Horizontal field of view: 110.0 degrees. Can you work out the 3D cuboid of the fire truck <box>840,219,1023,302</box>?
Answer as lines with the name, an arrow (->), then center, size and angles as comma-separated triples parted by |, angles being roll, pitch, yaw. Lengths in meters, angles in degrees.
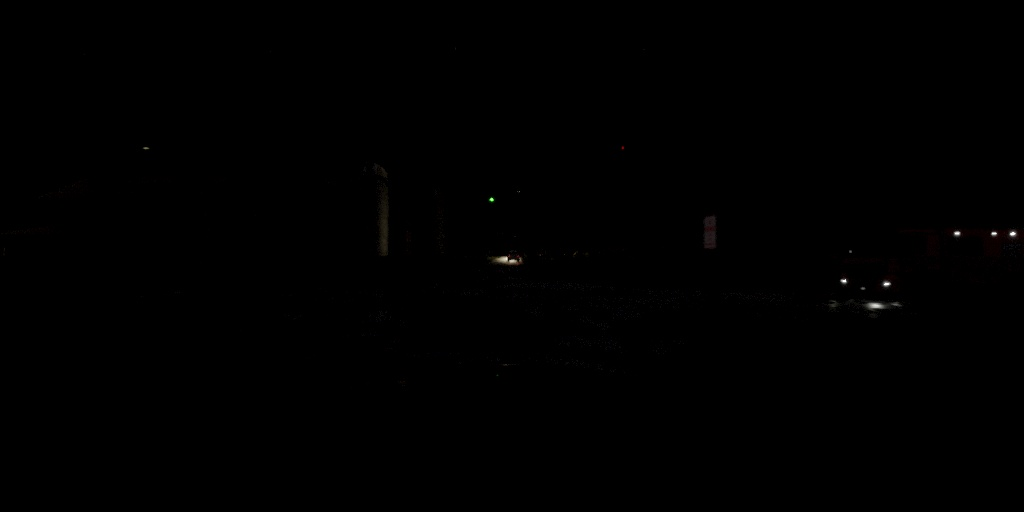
fire truck -> 21.614, 0.223, 17.749 | 8.468, 3.827, 2.891 | 1, 0, 0
